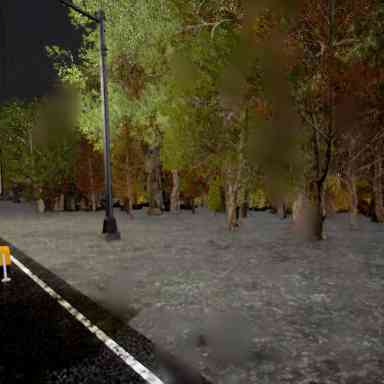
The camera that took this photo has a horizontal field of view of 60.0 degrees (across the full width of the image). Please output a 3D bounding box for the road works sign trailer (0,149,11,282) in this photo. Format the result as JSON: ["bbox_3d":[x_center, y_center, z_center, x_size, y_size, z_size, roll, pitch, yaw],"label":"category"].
[{"bbox_3d":[-6.441,0.529,8.969,2.380,3.560,2.880,-3,2,-37],"label":"road works sign trailer"}]
